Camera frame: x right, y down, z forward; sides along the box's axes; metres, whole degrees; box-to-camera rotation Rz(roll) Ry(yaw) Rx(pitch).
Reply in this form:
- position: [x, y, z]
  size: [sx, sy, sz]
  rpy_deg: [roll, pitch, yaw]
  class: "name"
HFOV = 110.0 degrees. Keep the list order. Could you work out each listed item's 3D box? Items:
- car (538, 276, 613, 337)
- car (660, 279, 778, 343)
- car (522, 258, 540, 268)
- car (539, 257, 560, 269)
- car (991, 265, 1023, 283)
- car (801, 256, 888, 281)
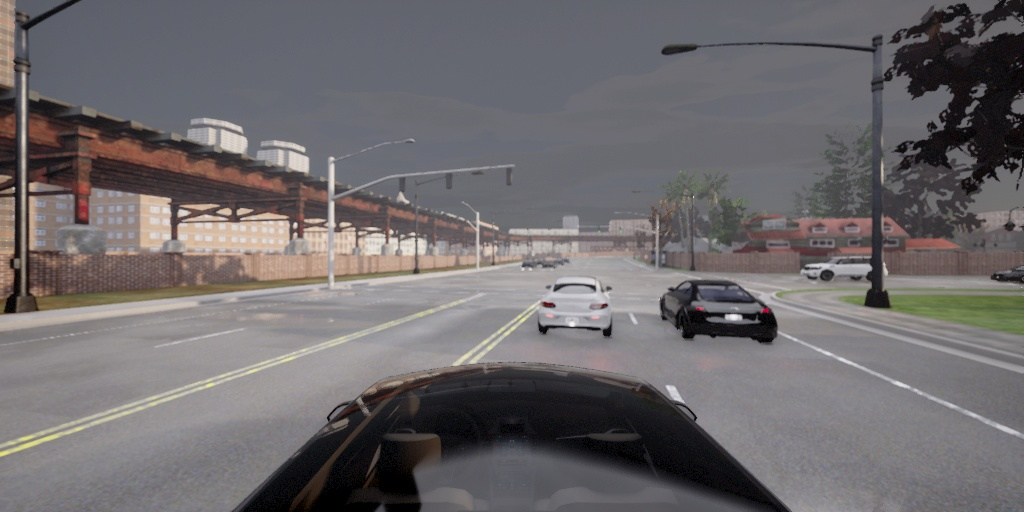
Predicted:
- position: [1.896, 1.292, 10.393]
  size: [1.812, 1.442, 4.674]
  rpy_deg: [0, 0, 13]
  class: "car"
- position: [5.391, 1.333, 9.895]
  size: [1.994, 1.385, 4.181]
  rpy_deg: [0, 0, 14]
  class: "car"
- position: [2.981, 1.267, 59.812]
  size: [2.033, 1.411, 5.357]
  rpy_deg: [0, 1, 14]
  class: "car"
- position: [6.127, 1.292, 57.953]
  size: [1.994, 1.385, 4.181]
  rpy_deg: [0, 1, 14]
  class: "car"
- position: [40.420, 1.331, 27.565]
  size: [4.892, 1.490, 1.837]
  rpy_deg: [-2, 0, 12]
  class: "car"
- position: [27.950, 1.047, 30.279]
  size: [5.566, 2.045, 2.150]
  rpy_deg: [0, 0, 11]
  class: "car"
